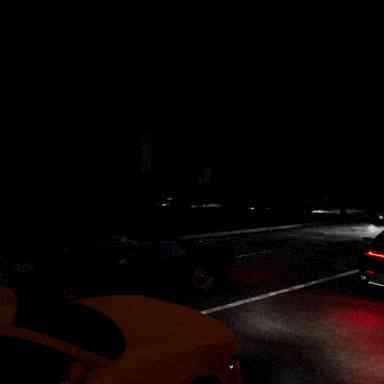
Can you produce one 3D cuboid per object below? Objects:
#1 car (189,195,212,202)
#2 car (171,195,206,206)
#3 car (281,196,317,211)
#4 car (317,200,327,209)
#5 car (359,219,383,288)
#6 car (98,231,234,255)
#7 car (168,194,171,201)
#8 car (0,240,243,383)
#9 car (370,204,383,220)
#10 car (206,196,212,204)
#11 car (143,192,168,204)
[{"bbox_3d":[1.670,1.308,65.225,1.895,1.301,4.718,-1,0,-39],"label":"car"},{"bbox_3d":[-0.589,1.300,50.959,1.837,1.490,4.892,-1,0,-39],"label":"car"},{"bbox_3d":[10.978,1.350,36.549,1.994,1.385,4.181,-1,0,-39],"label":"car"},{"bbox_3d":[13.387,1.234,39.136,1.882,1.535,5.008,-1,0,-39],"label":"car"},{"bbox_3d":[5.900,1.468,7.959,4.892,1.490,1.837,0,0,-35],"label":"car"},{"bbox_3d":[-1.385,1.596,7.305,4.718,1.301,1.895,0,0,-36],"label":"car"},{"bbox_3d":[-6.104,1.239,74.804,2.128,1.511,4.902,-1,0,-38],"label":"car"},{"bbox_3d":[-1.813,1.478,2.437,5.008,1.535,1.882,0,0,-36],"label":"car"},{"bbox_3d":[14.045,1.326,22.627,4.902,1.511,2.128,-1,0,-36],"label":"car"},{"bbox_3d":[0.924,1.257,54.672,2.128,1.511,4.902,-1,0,-39],"label":"car"},{"bbox_3d":[-7.115,1.022,59.149,2.150,2.045,5.566,-1,0,-38],"label":"car"}]
